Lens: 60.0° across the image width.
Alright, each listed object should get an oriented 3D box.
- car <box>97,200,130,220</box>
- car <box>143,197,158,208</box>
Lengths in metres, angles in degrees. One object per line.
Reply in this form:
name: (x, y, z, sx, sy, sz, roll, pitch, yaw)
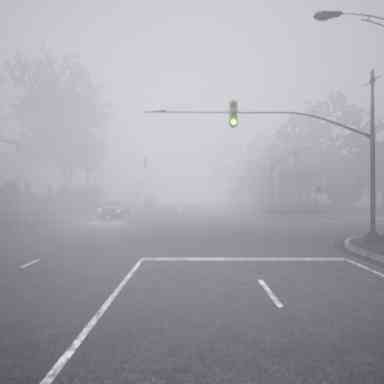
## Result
car: (-6.925, 1.513, 29.746, 2.097, 1.767, 4.553, 0, 0, 0)
car: (-6.878, 1.630, 55.343, 2.097, 1.767, 4.553, 0, 0, 0)
